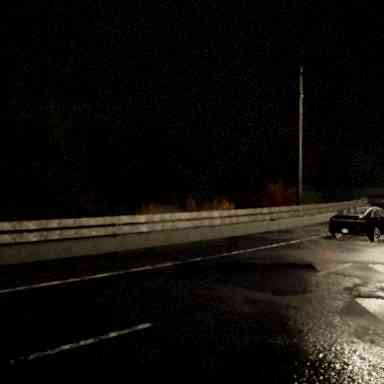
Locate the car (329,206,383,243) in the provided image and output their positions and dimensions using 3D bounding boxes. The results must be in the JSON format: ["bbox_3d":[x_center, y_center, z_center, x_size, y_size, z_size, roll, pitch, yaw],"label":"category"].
[{"bbox_3d":[8.224,1.415,15.784,4.902,1.511,2.128,0,1,-44],"label":"car"}]
